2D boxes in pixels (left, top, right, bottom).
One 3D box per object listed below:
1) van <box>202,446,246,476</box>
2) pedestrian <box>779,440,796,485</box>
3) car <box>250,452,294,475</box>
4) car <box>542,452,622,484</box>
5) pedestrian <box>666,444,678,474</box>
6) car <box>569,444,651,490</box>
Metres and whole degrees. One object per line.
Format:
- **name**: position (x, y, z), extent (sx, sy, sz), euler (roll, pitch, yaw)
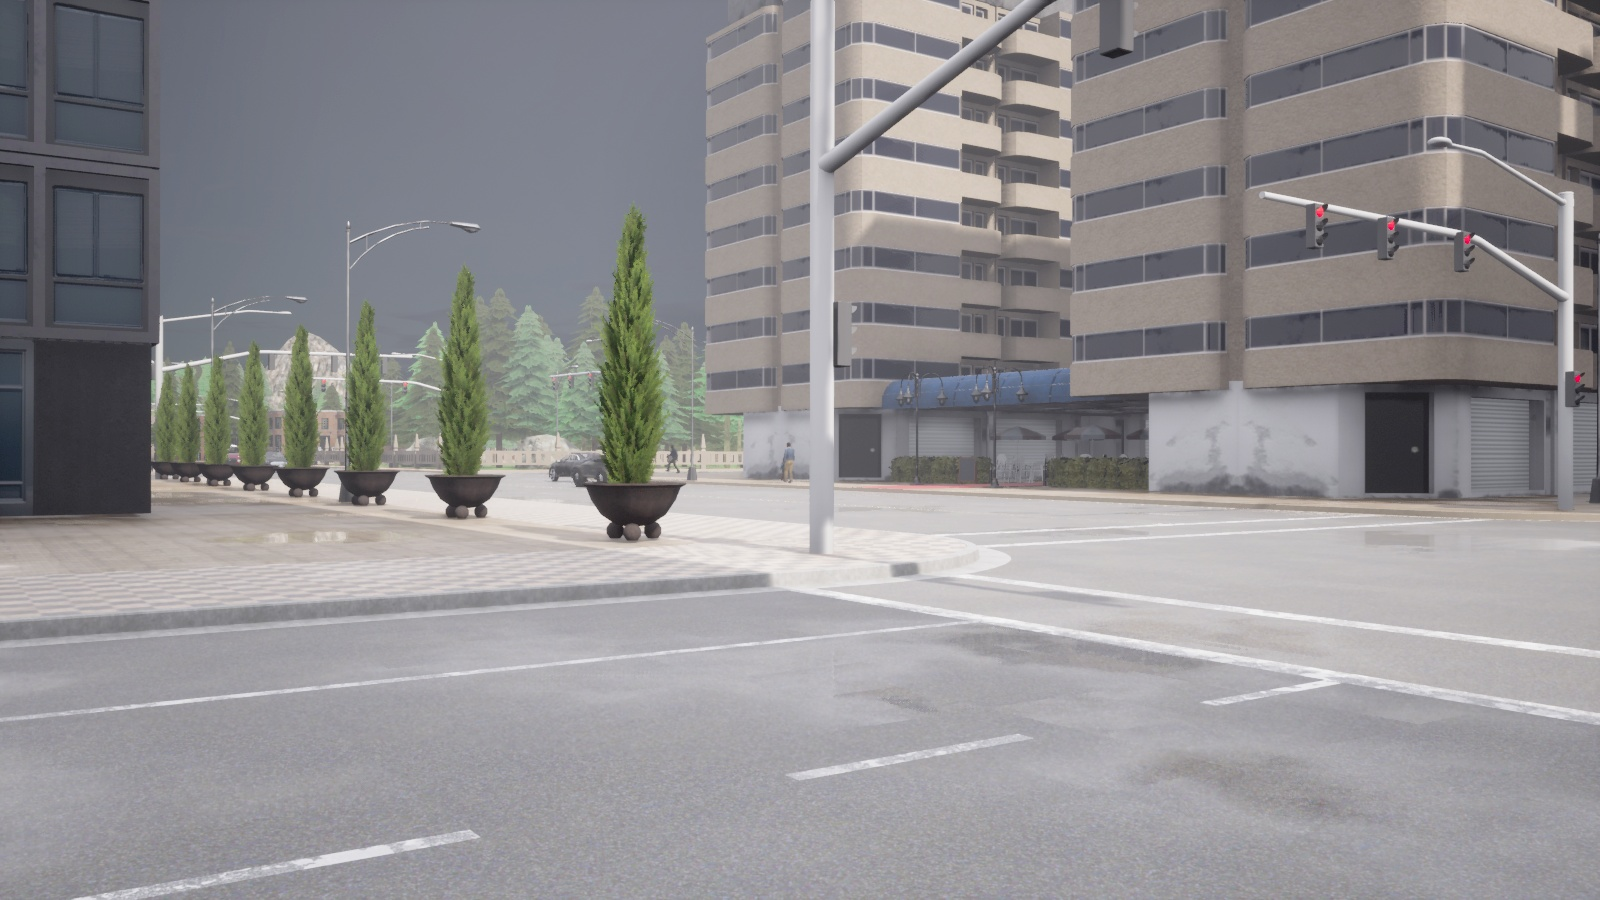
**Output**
- **van**: position (-40.309, 0.769, 87.841), extent (2.069, 2.038, 4.480), euler (0, 0, -34)
- **pedestrian**: position (-0.537, 0.536, 55.272), extent (0.423, 1.949, 0.788), euler (0, 0, -28)
- **car**: position (-38.355, 0.979, 91.189), extent (2.033, 1.649, 4.856), euler (0, 0, -34)
- **car**: position (-11.100, 0.880, 63.618), extent (2.128, 1.511, 4.902), euler (0, 0, -34)
- **pedestrian**: position (-7.925, 0.550, 77.689), extent (0.726, 1.835, 0.370), euler (0, 0, -17)
- **car**: position (-8.029, 0.687, 52.890), extent (1.905, 1.878, 3.866), euler (0, 0, -34)
